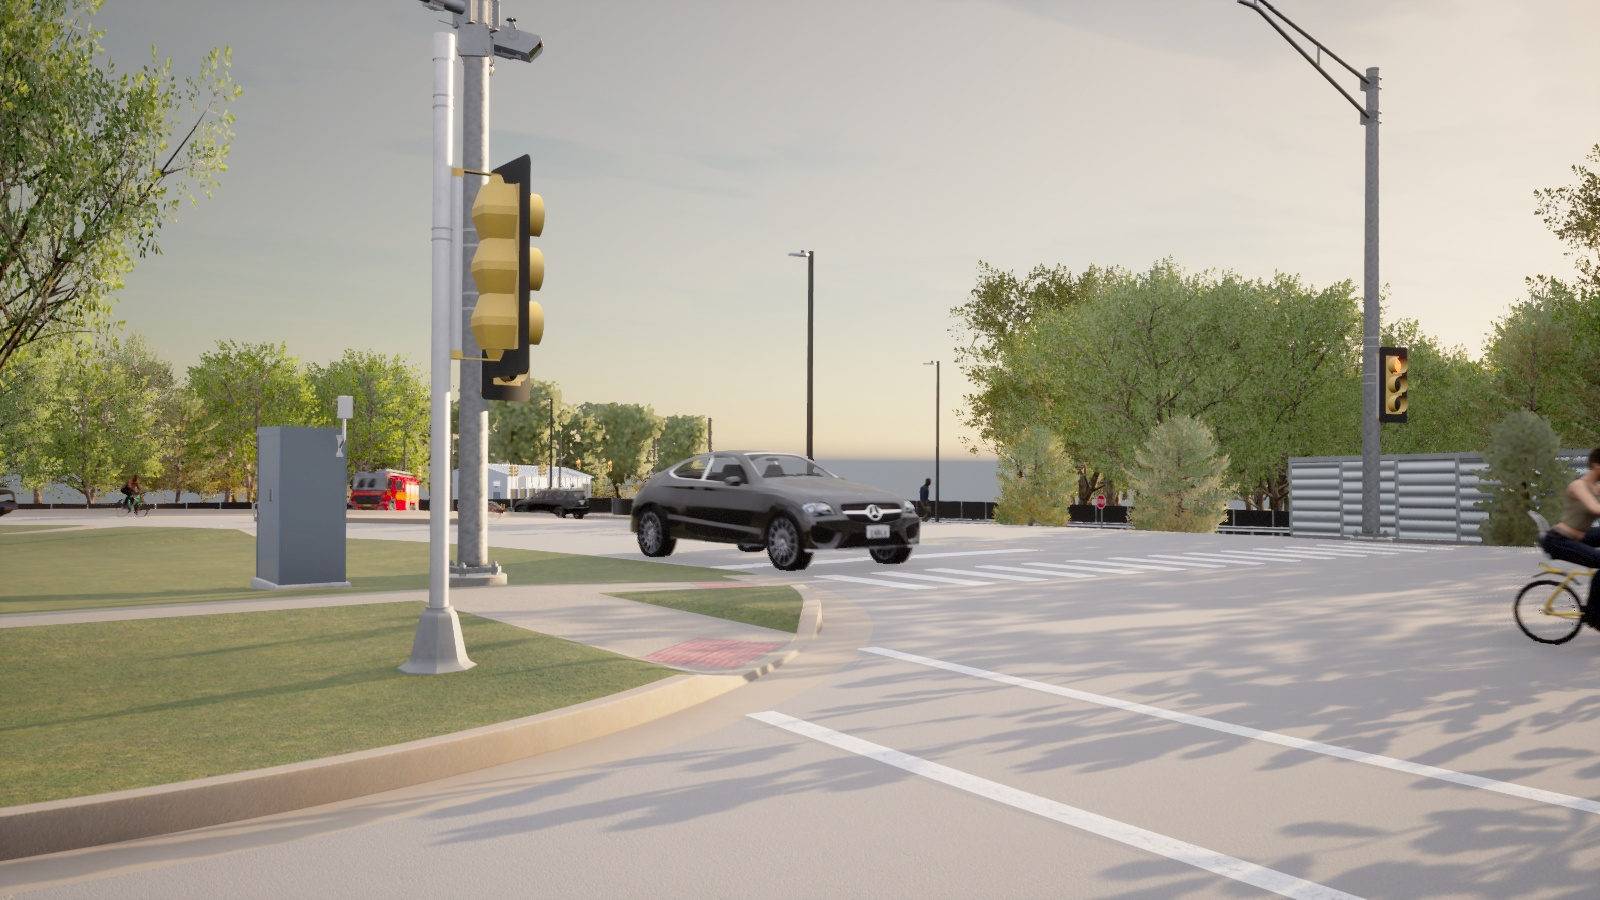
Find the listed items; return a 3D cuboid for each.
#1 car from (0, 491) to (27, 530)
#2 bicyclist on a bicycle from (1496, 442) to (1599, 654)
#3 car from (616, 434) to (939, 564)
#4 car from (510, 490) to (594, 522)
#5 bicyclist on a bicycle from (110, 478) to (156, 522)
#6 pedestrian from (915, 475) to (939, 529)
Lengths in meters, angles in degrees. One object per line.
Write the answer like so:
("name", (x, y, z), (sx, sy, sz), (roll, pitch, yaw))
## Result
("car", (-43.077, 3.162, 65.876), (1.905, 1.878, 3.866), (-5, -6, 23))
("bicyclist on a bicycle", (6.428, 0.748, 9.821), (0.866, 1.612, 1.509), (1, -1, -40))
("car", (-0.502, 0.670, 18.655), (2.152, 1.651, 5.027), (0, -1, -39))
("car", (-16.739, 3.748, 84.749), (5.566, 2.045, 2.150), (-1, -1, 32))
("bicyclist on a bicycle", (-25.077, 1.861, 47.196), (1.656, 1.620, 0.582), (0, -1, 22))
("pedestrian", (4.358, 1.767, 43.194), (0.726, 1.835, 0.370), (0, 0, 24))
